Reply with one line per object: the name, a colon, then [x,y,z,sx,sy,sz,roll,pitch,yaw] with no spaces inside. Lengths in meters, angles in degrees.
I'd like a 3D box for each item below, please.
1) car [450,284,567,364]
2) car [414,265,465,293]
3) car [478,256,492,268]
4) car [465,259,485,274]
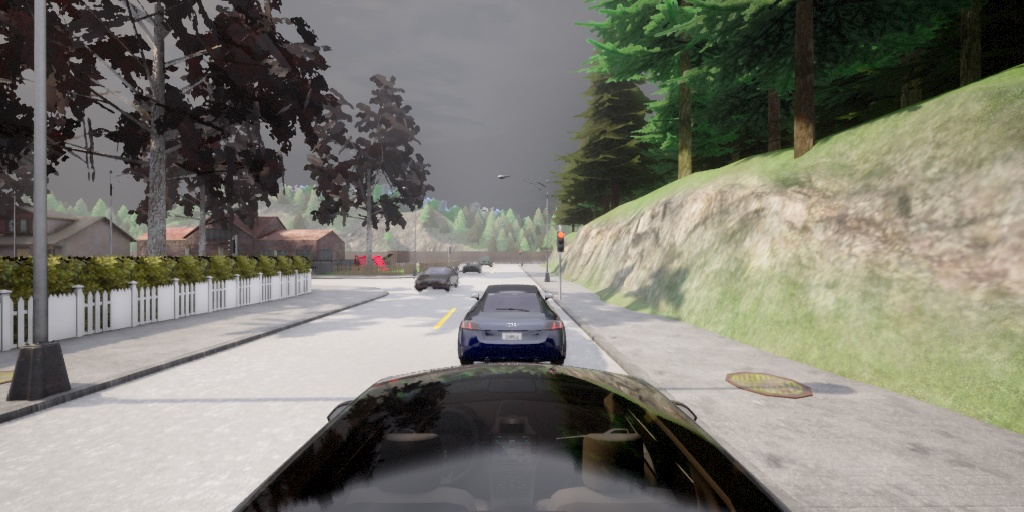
car: [0.004,1.314,8.014,1.994,1.385,4.181,0,0,0]
car: [-4.281,1.297,21.269,2.033,1.411,5.357,0,0,-1]
car: [-4.626,0.972,61.463,2.150,2.045,5.566,0,0,0]
car: [-4.459,1.351,40.674,1.895,1.301,4.718,0,0,-1]
